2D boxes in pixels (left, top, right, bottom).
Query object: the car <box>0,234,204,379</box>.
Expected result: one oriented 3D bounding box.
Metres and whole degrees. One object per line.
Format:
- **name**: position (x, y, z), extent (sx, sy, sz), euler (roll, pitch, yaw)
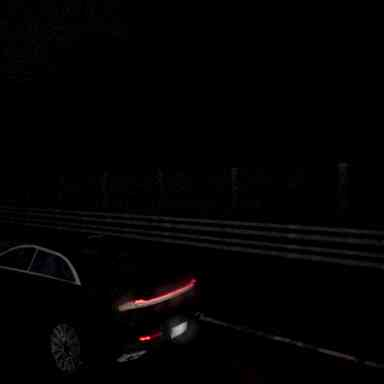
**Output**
- **car**: position (-2.122, 1.463, 5.502), extent (4.902, 1.511, 2.128), euler (0, 0, 35)
